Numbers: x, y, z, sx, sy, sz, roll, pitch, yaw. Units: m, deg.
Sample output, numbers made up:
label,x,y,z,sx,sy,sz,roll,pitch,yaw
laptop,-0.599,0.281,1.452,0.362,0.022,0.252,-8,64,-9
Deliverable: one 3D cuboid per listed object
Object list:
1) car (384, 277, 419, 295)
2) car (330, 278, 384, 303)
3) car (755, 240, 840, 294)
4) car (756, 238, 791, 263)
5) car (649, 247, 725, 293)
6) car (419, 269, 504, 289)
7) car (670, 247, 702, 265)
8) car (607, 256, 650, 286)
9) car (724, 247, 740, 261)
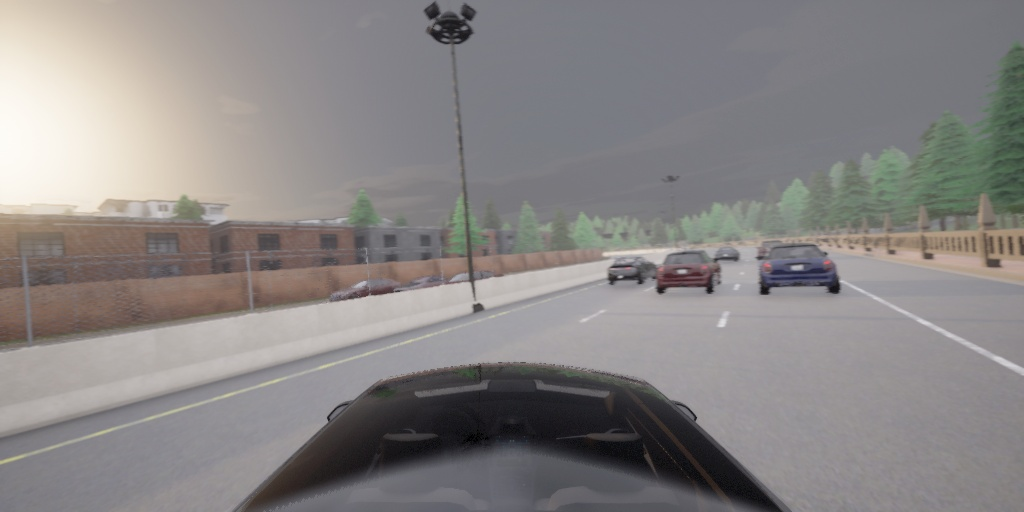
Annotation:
label,x,y,z,sx,sy,sz,roll,pitch,yaw
car,-5.177,1.881,21.792,1.994,1.385,4.181,-5,0,34
car,-8.939,2.161,22.474,1.812,1.442,4.674,-5,0,34
car,10.451,0.309,13.409,2.097,1.767,4.553,-5,-1,34
car,21.461,-0.495,29.586,2.097,1.767,4.553,-5,-1,34
car,7.829,0.544,15.761,2.097,1.767,4.553,-5,-1,34
car,-2.370,1.547,19.725,1.882,1.535,5.008,-5,0,34
car,17.954,-0.012,36.825,2.128,1.511,4.902,-5,0,34
car,7.027,0.786,20.768,2.128,1.511,4.902,-5,0,34
car,21.085,-0.211,35.212,1.994,1.385,4.181,-5,0,34
